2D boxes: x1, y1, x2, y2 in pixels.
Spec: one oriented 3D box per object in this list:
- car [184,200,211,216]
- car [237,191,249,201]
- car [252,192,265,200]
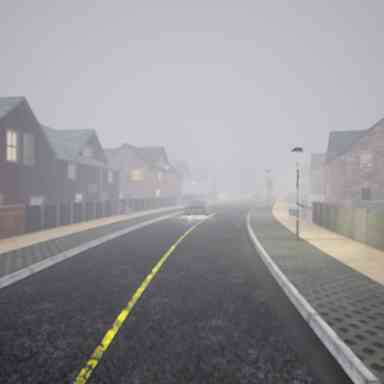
[{"bbox_3d":[0.562,1.402,30.940,1.994,1.385,4.181,0,0,12],"label":"car"},{"bbox_3d":[10.853,0.881,70.510,2.150,2.045,5.566,0,0,15],"label":"car"},{"bbox_3d":[14.305,0.890,72.854,2.097,1.767,4.553,0,0,15],"label":"car"}]
